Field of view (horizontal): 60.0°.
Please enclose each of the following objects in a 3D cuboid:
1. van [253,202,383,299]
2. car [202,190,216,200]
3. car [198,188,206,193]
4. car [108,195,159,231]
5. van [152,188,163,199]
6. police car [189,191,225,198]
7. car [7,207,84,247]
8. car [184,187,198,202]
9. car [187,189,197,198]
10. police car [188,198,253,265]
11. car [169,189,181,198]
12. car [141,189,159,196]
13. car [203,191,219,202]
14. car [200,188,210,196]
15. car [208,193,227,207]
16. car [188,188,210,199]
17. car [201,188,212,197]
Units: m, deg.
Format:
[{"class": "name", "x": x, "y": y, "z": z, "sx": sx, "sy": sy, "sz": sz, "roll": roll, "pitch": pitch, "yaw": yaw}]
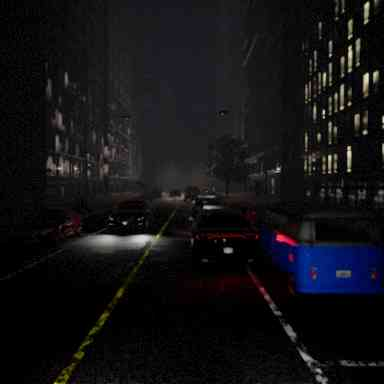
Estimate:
[{"class": "van", "x": 2.695, "y": 1.180, "z": 7.755, "sx": 1.690, "sy": 1.788, "sz": 3.998, "roll": 0, "pitch": 1, "yaw": 0}, {"class": "car", "x": 2.726, "y": 0.450, "z": 53.289, "sx": 2.008, "sy": 1.369, "sz": 4.403, "roll": 0, "pitch": 1, "yaw": 0}, {"class": "car", "x": 2.752, "y": -0.437, "z": 93.127, "sx": 1.887, "sy": 1.381, "sz": 4.507, "roll": 0, "pitch": 1, "yaw": 0}, {"class": "car", "x": -3.088, "y": 1.140, "z": 17.695, "sx": 1.837, "sy": 1.490, "sz": 4.892, "roll": 0, "pitch": 1, "yaw": 0}, {"class": "van", "x": -5.655, "y": 0.239, "z": 53.294, "sx": 1.690, "sy": 1.788, "sz": 3.998, "roll": 0, "pitch": 1, "yaw": 0}, {"class": "police car", "x": 0.914, "y": 0.996, "z": 20.884, "sx": 1.930, "sy": 1.638, "sz": 5.238, "roll": 0, "pitch": 1, "yaw": 0}, {"class": "car", "x": -5.682, "y": 1.304, "z": 13.459, "sx": 1.802, "sy": 1.307, "sz": 4.206, "roll": 0, "pitch": 1, "yaw": 0}, {"class": "car", "x": 0.034, "y": 0.255, "z": 46.972, "sx": 2.150, "sy": 2.045, "sz": 5.566, "roll": 0, "pitch": 1, "yaw": 0}, {"class": "car", "x": 0.040, "y": 0.224, "z": 61.529, "sx": 1.837, "sy": 1.490, "sz": 4.892, "roll": 0, "pitch": 1, "yaw": 0}, {"class": "police car", "x": 0.907, "y": 1.201, "z": 10.886, "sx": 1.930, "sy": 1.638, "sz": 5.238, "roll": 0, "pitch": 1, "yaw": 0}, {"class": "car", "x": -3.019, "y": 0.253, "z": 58.935, "sx": 1.882, "sy": 1.535, "sz": 5.008, "roll": 0, "pitch": 1, "yaw": 0}, {"class": "car", "x": -5.663, "y": 0.690, "z": 41.916, "sx": 2.008, "sy": 1.369, "sz": 4.403, "roll": 0, "pitch": 1, "yaw": 0}, {"class": "car", "x": 2.722, "y": 0.572, "z": 47.598, "sx": 2.008, "sy": 1.369, "sz": 4.403, "roll": 0, "pitch": 1, "yaw": 0}, {"class": "car", "x": 2.737, "y": -0.035, "z": 70.360, "sx": 1.967, "sy": 1.590, "sz": 4.097, "roll": 0, "pitch": 1, "yaw": 0}, {"class": "car", "x": 2.714, "y": 0.840, "z": 36.216, "sx": 1.802, "sy": 1.307, "sz": 4.206, "roll": 0, "pitch": 1, "yaw": 0}, {"class": "car", "x": 0.917, "y": 0.803, "z": 26.742, "sx": 2.097, "sy": 1.767, "sz": 4.553, "roll": 0, "pitch": 1, "yaw": 0}, {"class": "car", "x": 2.733, "y": 0.090, "z": 64.669, "sx": 1.967, "sy": 1.590, "sz": 4.097, "roll": 0, "pitch": 1, "yaw": 0}]
